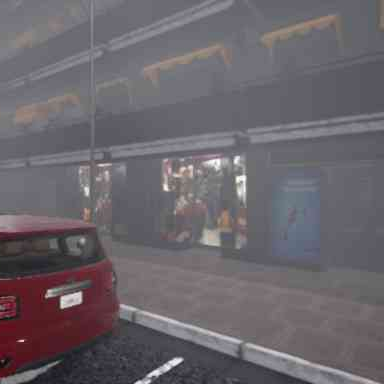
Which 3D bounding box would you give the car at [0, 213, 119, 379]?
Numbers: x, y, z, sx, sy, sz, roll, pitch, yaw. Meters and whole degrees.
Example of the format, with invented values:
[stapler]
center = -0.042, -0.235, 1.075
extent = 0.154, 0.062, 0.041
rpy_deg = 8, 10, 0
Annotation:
[car]
center = -3.271, 1.234, 5.043
extent = 5.009, 1.841, 2.192
rpy_deg = 1, -1, 36
